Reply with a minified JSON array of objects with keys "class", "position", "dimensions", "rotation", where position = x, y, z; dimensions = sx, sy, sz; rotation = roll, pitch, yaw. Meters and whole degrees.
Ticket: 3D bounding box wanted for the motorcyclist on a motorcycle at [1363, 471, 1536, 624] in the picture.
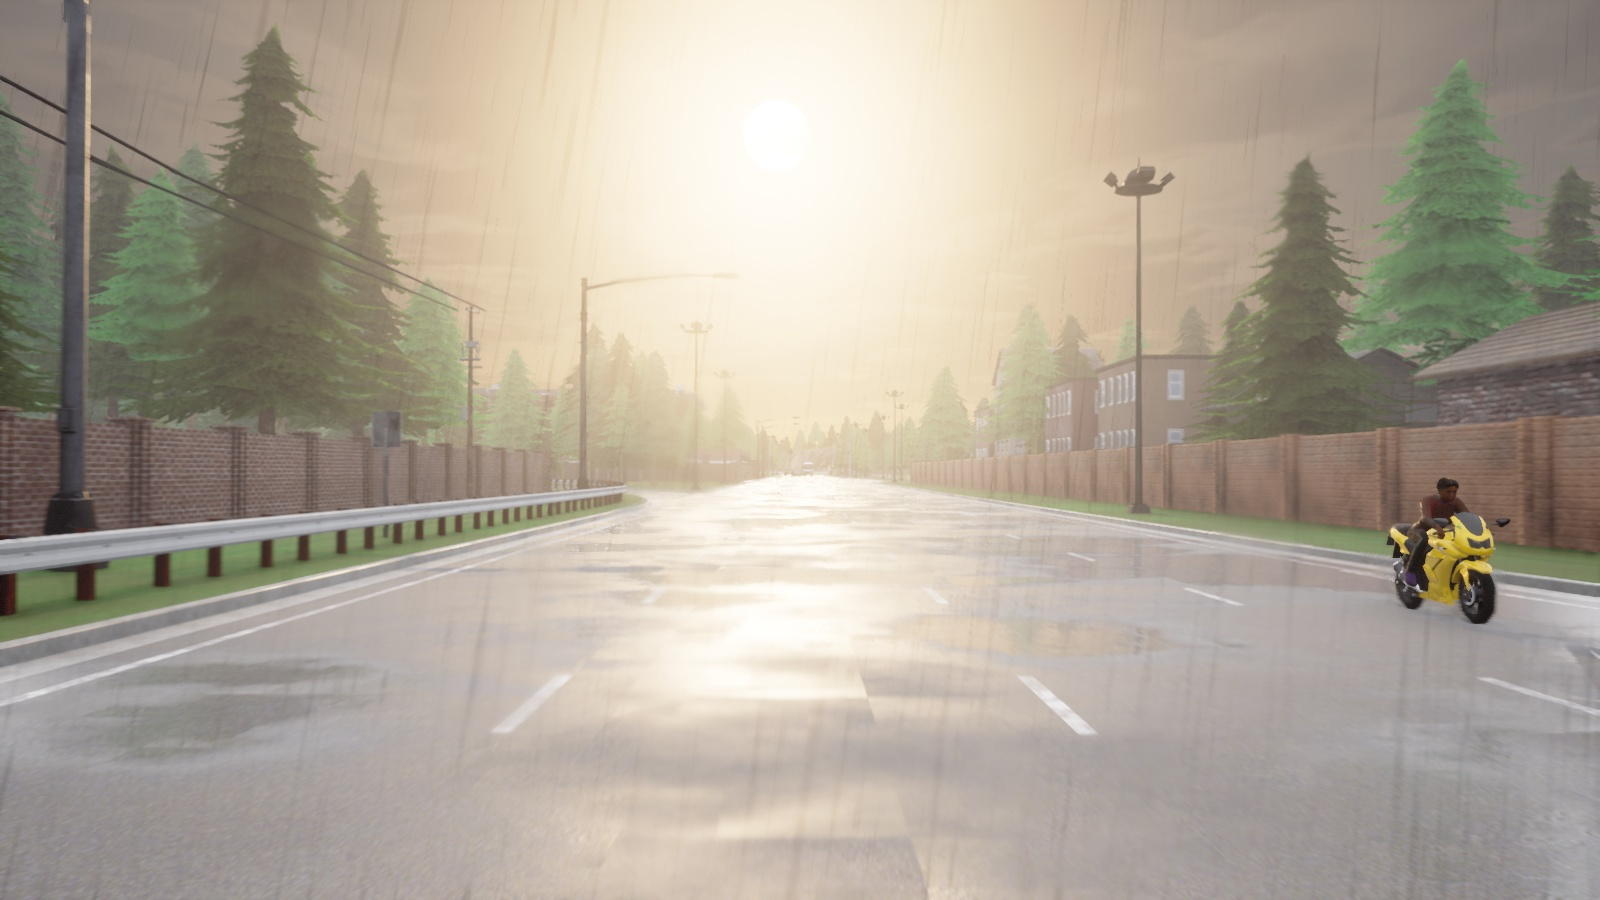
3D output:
[{"class":"motorcyclist on a motorcycle","position":[6.967,0.996,13.600],"dimensions":[0.797,1.523,2.044],"rotation":[0,-1,0]}]
